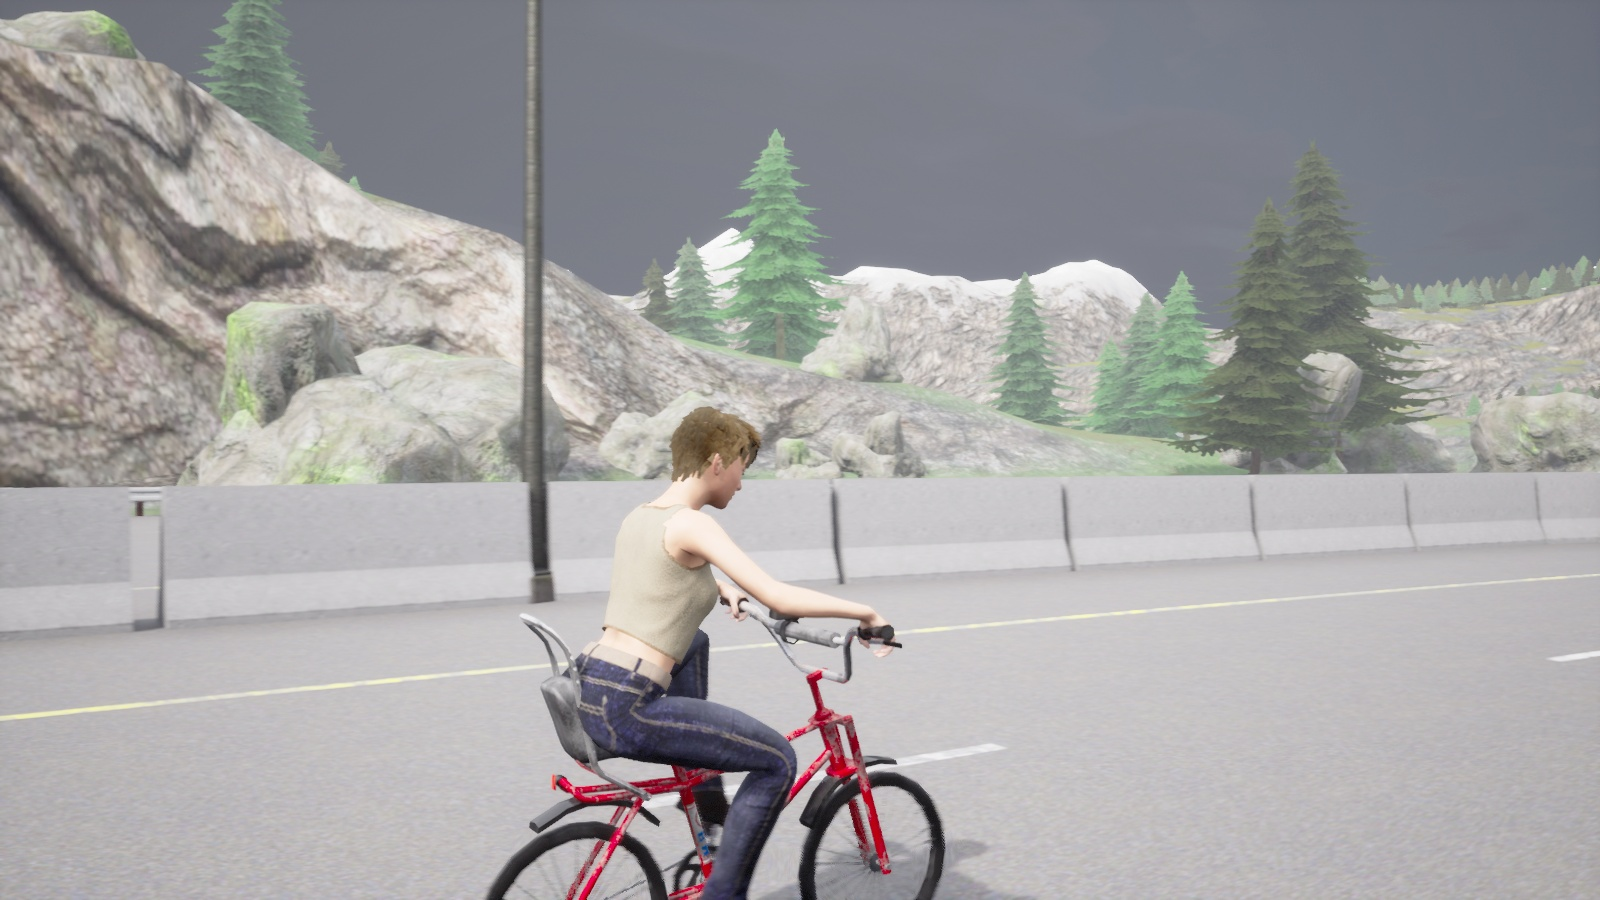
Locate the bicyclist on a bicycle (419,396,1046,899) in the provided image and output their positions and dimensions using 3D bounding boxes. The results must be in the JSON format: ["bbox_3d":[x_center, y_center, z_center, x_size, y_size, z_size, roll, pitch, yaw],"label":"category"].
[{"bbox_3d":[-0.176,0.689,3.493,1.509,1.612,0.866,0,0,-33],"label":"bicyclist on a bicycle"}]
